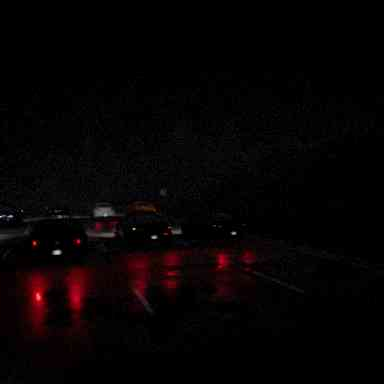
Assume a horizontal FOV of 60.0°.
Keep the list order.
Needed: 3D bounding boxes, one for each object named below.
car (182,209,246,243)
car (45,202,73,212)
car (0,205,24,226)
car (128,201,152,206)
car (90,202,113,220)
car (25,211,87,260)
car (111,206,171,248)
[{"bbox_3d":[0.959,1.574,16.445,1.812,1.442,4.674,0,0,-21],"label":"car"},{"bbox_3d":[-10.880,1.620,27.223,1.837,1.490,4.892,0,0,-21],"label":"car"},{"bbox_3d":[-13.332,1.658,23.868,2.033,1.411,5.357,0,0,-21],"label":"car"},{"bbox_3d":[-4.807,1.587,30.907,1.882,1.535,5.008,0,0,-21],"label":"car"},{"bbox_3d":[-7.878,1.638,29.152,1.812,1.442,4.674,0,0,-21],"label":"car"},{"bbox_3d":[-5.118,1.654,12.755,1.895,1.301,4.718,0,0,-21],"label":"car"},{"bbox_3d":[-2.321,1.579,15.221,1.812,1.442,4.674,0,0,-21],"label":"car"}]
